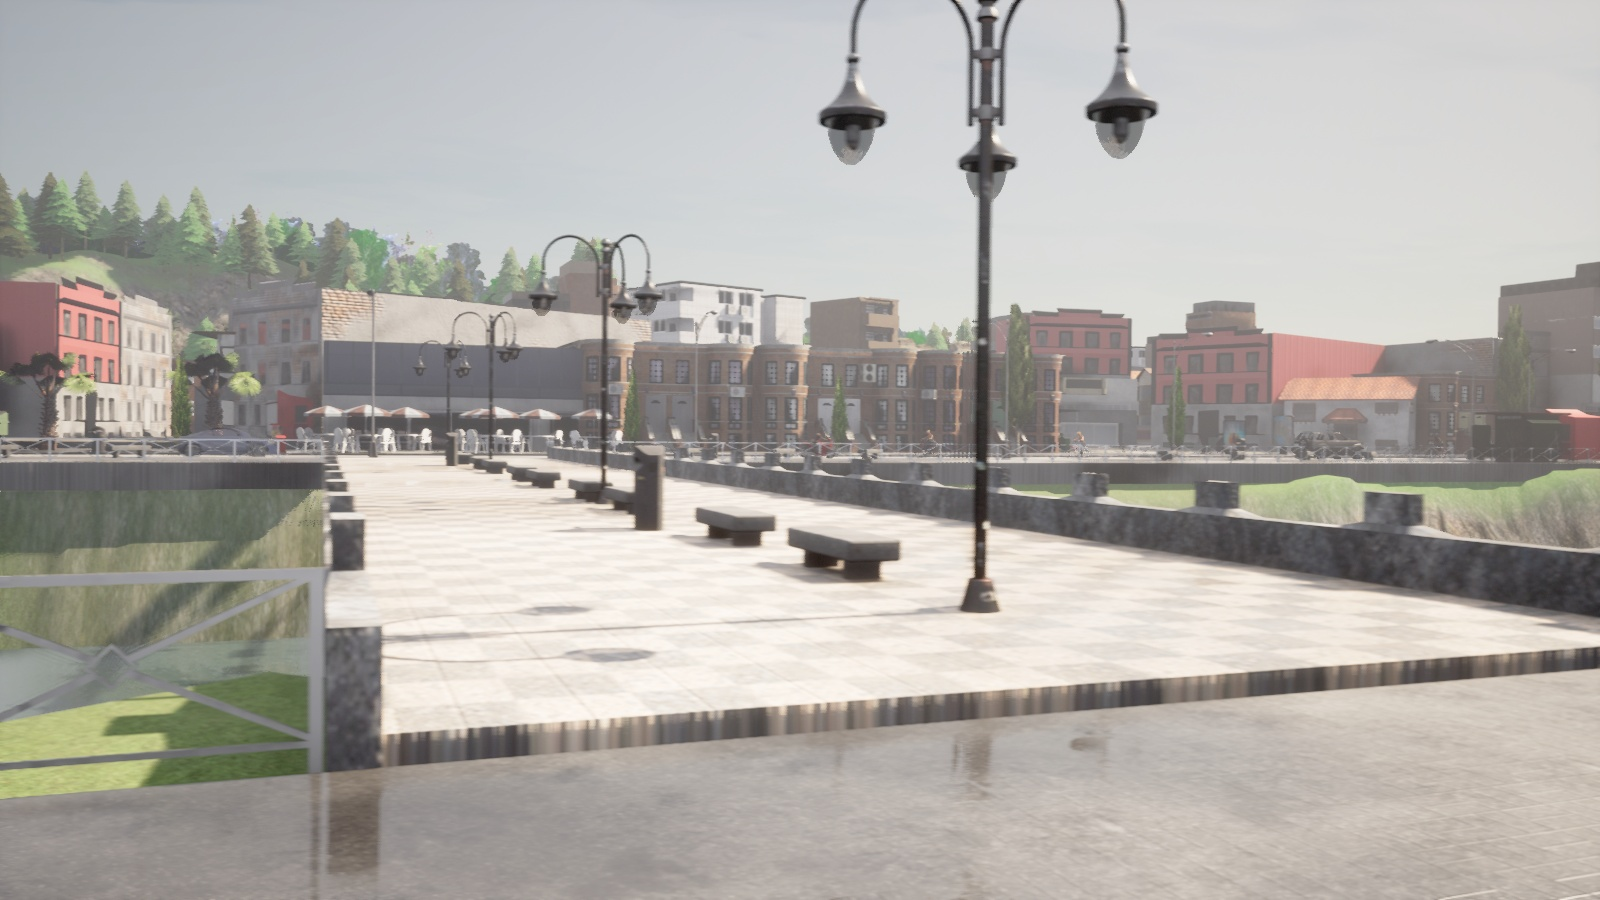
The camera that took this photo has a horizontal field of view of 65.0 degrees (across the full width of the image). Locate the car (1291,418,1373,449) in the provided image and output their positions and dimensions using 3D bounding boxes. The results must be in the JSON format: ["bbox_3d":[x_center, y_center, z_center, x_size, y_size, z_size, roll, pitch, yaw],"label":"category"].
[{"bbox_3d":[33.041,-1.012,78.026,4.605,1.855,1.932,-1,1,-21],"label":"car"}]

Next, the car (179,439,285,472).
[{"bbox_3d":[-25.205,0.225,55.896,4.181,1.385,1.994,-1,1,-21],"label":"car"}]

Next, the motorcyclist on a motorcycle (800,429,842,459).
[{"bbox_3d":[1.119,-0.304,65.898,2.044,1.523,0.797,-1,1,-21],"label":"motorcyclist on a motorcycle"}]
